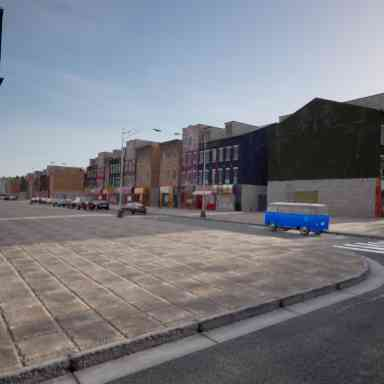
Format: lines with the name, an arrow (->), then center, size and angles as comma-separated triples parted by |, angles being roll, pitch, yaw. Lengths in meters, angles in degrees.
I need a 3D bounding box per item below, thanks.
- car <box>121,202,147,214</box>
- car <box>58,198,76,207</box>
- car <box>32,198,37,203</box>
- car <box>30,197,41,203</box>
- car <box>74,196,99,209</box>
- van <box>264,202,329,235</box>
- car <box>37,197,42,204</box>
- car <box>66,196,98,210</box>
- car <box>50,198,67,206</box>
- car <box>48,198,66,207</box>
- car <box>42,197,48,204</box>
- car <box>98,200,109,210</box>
car -> -6.617, 1.808, 37.730 | 1.802, 1.307, 4.206 | 3, -2, -36
car -> -22.606, 1.843, 59.901 | 1.887, 1.381, 4.507 | 3, -2, -36
car -> -35.396, 1.838, 77.638 | 1.967, 1.590, 4.097 | 3, -2, -36
car -> -38.598, 2.010, 82.067 | 1.802, 1.307, 4.206 | 3, -2, -36
car -> -16.202, 1.577, 51.038 | 2.192, 1.841, 5.009 | 3, -2, -36
van -> 6.183, 1.555, 19.998 | 1.690, 1.788, 3.998 | 3, -2, -36
car -> -32.202, 1.952, 73.201 | 1.802, 1.307, 4.206 | 3, -2, -36
car -> -14.846, 1.489, 44.746 | 2.097, 1.767, 4.553 | 3, -2, -35
car -> -25.804, 1.886, 64.334 | 1.947, 1.339, 4.313 | 3, -2, -36
car -> -20.672, 1.710, 52.719 | 2.033, 1.411, 5.357 | 3, -2, -36
car -> -29.101, 1.870, 68.906 | 1.752, 1.417, 4.829 | 3, -2, -36
car -> -13.012, 1.813, 46.598 | 1.947, 1.339, 4.313 | 3, -2, -36
